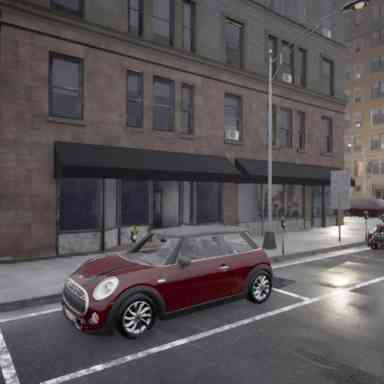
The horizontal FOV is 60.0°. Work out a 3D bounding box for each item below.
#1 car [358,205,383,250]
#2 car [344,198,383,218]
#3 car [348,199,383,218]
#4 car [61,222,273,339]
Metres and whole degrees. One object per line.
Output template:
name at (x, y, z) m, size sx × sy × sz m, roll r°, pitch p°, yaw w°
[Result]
car at (8.581, 1.441, 12.910) m, size 4.097 × 1.590 × 1.967 m, roll 0°, pitch 0°, yaw -36°
car at (14.401, 1.261, 26.346) m, size 2.097 × 1.767 × 4.553 m, roll 1°, pitch 0°, yaw -33°
car at (16.658, 1.424, 29.155) m, size 2.128 × 1.511 × 4.902 m, roll 1°, pitch 0°, yaw -36°
car at (-0.351, 1.440, 6.513) m, size 4.097 × 1.590 × 1.967 m, roll 0°, pitch 0°, yaw -36°
